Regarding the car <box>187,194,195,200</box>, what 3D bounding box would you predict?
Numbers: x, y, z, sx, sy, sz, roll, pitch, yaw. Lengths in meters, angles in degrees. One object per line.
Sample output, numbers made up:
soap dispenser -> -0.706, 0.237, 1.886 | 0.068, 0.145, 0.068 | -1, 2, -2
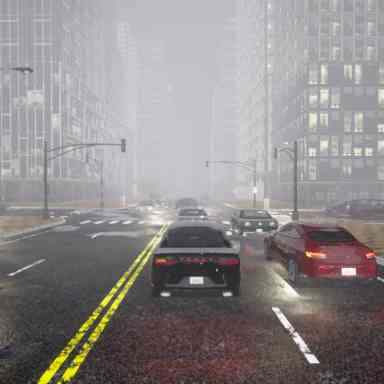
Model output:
car -> -0.266, 1.387, 90.790 | 1.882, 1.535, 5.008 | 0, 0, 0

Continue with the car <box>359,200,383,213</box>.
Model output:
car -> 21.700, 1.643, 37.515 | 4.829, 1.417, 1.752 | 1, 0, 1

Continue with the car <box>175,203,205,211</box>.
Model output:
car -> 0.044, 1.538, 18.412 | 2.033, 1.411, 5.357 | 0, 0, 0

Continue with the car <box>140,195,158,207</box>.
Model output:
car -> -6.740, 1.528, 50.687 | 1.994, 1.385, 4.181 | 0, 0, 0

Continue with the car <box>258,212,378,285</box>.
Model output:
car -> 3.323, 1.521, 9.355 | 1.812, 1.442, 4.674 | 0, 0, 0

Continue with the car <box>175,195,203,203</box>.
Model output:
car -> -0.612, 1.433, 41.326 | 1.837, 1.490, 4.892 | 2, -1, 19

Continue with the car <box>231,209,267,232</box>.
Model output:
car -> 3.296, 1.591, 18.474 | 1.895, 1.301, 4.718 | 0, 0, 0

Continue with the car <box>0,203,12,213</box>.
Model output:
car -> -20.075, 1.364, 32.292 | 4.674, 1.442, 1.812 | 1, 1, 1

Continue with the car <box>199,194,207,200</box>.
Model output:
car -> 2.985, 1.267, 90.381 | 2.128, 1.511, 4.902 | 0, 0, 0

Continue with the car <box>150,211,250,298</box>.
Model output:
car -> 0.071, 1.474, 8.591 | 1.882, 1.535, 5.008 | 0, 0, 0

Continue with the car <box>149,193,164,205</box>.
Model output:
car -> -6.752, 1.175, 59.720 | 2.150, 2.045, 5.566 | 0, 0, 0

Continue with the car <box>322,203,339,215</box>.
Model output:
car -> 16.196, 1.637, 35.002 | 4.674, 1.442, 1.812 | 1, 1, 1

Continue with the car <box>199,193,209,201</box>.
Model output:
car -> 3.016, 1.143, 79.993 | 2.150, 2.045, 5.566 | 0, 0, 0

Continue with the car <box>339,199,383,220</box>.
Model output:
car -> 16.115, 1.519, 29.212 | 5.009, 1.841, 2.192 | 1, 0, 1
